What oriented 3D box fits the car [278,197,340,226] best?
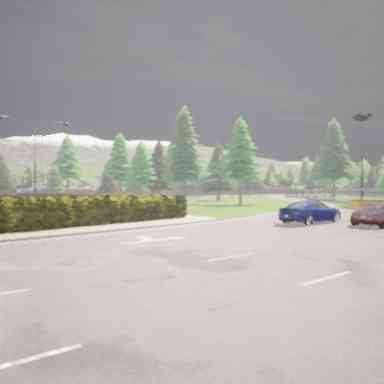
[{"bbox_3d":[7.942,1.346,22.306,5.008,1.535,1.882,0,0,-35],"label":"car"}]

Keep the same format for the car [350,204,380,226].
[{"bbox_3d":[11.708,1.418,20.692,4.181,1.385,1.994,0,0,-35],"label":"car"}]

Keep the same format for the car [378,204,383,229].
[{"bbox_3d":[11.124,1.402,15.996,4.674,1.442,1.812,0,0,-36],"label":"car"}]
